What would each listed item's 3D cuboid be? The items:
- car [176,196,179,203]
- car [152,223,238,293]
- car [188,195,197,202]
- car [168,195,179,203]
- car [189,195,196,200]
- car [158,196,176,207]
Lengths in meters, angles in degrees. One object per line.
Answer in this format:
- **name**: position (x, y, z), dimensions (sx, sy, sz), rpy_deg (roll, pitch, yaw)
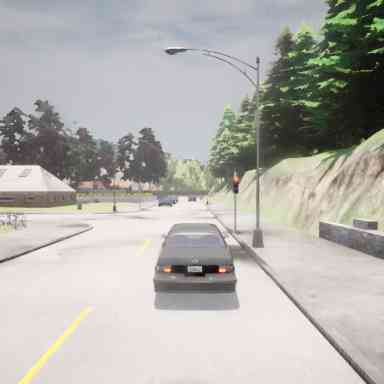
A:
- **car**: position (-3.970, 1.477, 61.101), dimensions (1.882, 1.535, 5.008), rpy_deg (0, 0, 1)
- **car**: position (0.073, 1.547, 8.975), dimensions (2.033, 1.411, 5.357), rpy_deg (0, 0, 0)
- **car**: position (0.119, 1.515, 75.728), dimensions (2.128, 1.511, 4.902), rpy_deg (0, 0, 0)
- **car**: position (-3.888, 1.525, 71.193), dimensions (2.128, 1.511, 4.902), rpy_deg (0, 0, 0)
- **car**: position (0.135, 1.407, 86.088), dimensions (1.812, 1.442, 4.674), rpy_deg (0, 0, 0)
- **car**: position (-4.015, 1.564, 51.098), dimensions (1.994, 1.385, 4.181), rpy_deg (0, 0, 0)
